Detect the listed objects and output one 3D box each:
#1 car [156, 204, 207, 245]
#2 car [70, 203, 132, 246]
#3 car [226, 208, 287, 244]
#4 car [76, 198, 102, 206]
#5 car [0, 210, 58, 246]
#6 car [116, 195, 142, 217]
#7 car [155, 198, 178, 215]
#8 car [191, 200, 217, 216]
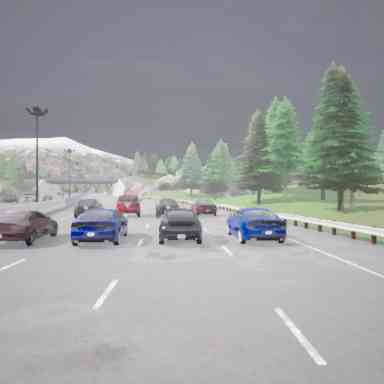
[{"bbox_3d":[-0.600,1.514,15.559,1.837,1.490,4.892,0,0,-4],"label":"car"},{"bbox_3d":[-4.090,1.482,15.295,1.882,1.535,5.008,0,0,-4],"label":"car"},{"bbox_3d":[2.890,1.482,15.823,1.882,1.535,5.008,0,0,-4],"label":"car"},{"bbox_3d":[-9.313,1.363,30.296,2.097,1.767,4.553,0,0,-9],"label":"car"},{"bbox_3d":[-7.580,1.530,15.031,1.812,1.442,4.674,0,0,-4],"label":"car"},{"bbox_3d":[-5.862,1.255,30.881,2.150,2.045,5.566,0,0,-9],"label":"car"},{"bbox_3d":[-2.393,1.364,31.348,2.097,1.767,4.553,0,0,-9],"label":"car"},{"bbox_3d":[1.063,1.482,31.903,1.882,1.535,5.008,0,0,-9],"label":"car"}]
